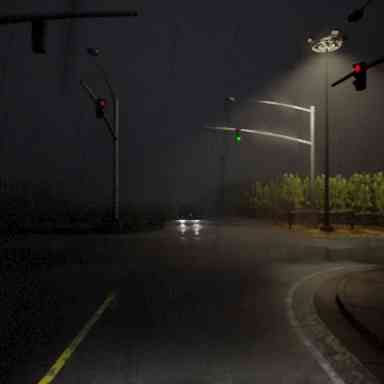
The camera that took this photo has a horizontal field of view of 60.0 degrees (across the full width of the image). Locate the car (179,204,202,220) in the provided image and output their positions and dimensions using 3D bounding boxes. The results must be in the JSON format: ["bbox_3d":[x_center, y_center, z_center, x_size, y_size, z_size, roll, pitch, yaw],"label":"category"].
[{"bbox_3d":[-0.231,1.759,30.238,1.994,1.385,4.181,0,0,-3],"label":"car"}]
